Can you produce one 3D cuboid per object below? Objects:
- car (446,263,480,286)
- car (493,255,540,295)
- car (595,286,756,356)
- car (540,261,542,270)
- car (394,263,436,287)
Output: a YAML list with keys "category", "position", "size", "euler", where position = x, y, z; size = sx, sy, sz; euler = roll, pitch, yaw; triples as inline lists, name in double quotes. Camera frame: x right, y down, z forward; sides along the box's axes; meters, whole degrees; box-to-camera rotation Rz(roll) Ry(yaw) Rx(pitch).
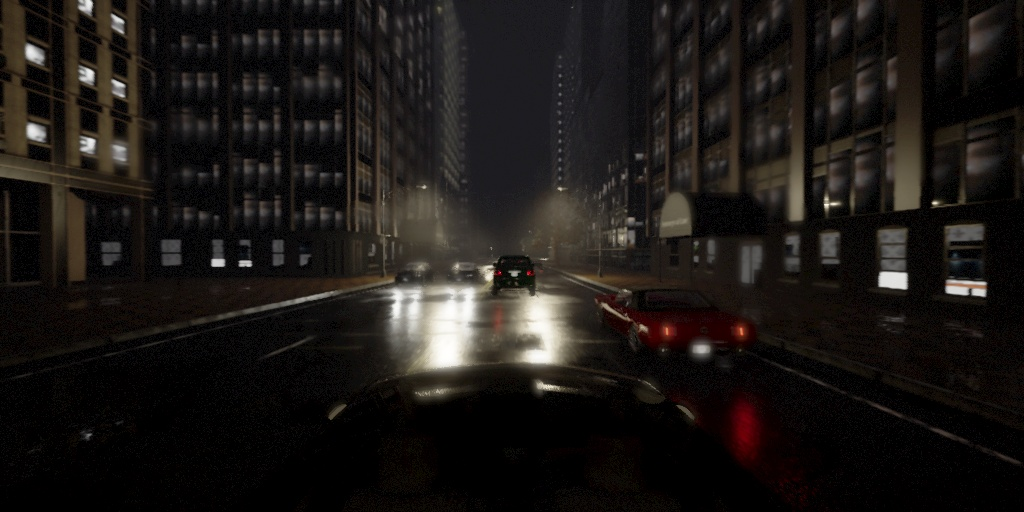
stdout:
- category: "car"
  position: [-3.314, 1.234, 24.993]
  size: [2.128, 1.511, 4.902]
  euler: [0, 0, 0]
- category: "car"
  position: [0.121, 0.969, 19.790]
  size: [2.150, 2.045, 5.566]
  euler: [0, 0, 0]
- category: "car"
  position: [3.357, 1.354, 8.555]
  size: [1.895, 1.301, 4.718]
  euler: [0, 0, 0]
- category: "car"
  position: [3.412, 1.217, 53.049]
  size: [2.128, 1.511, 4.902]
  euler: [0, 0, 0]
- category: "car"
  position: [-6.566, 1.231, 24.707]
  size: [2.128, 1.511, 4.902]
  euler: [0, 0, 0]
